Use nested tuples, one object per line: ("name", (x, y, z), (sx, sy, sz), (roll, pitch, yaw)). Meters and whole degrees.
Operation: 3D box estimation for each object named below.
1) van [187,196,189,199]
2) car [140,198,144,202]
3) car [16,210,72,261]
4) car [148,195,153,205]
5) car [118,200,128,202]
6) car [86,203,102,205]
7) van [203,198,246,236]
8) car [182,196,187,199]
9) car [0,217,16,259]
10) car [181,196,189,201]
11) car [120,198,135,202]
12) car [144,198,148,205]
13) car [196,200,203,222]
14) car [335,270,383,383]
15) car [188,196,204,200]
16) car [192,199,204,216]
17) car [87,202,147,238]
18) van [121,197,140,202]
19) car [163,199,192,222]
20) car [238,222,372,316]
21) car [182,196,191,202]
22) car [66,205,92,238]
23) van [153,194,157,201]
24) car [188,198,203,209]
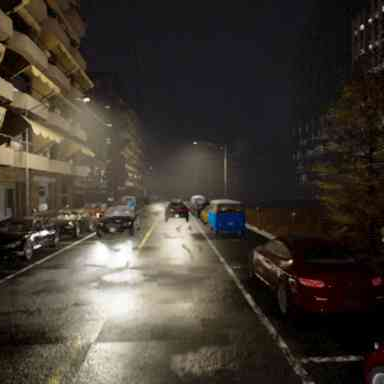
("van", (0.680, 1.374, 40.333), (1.690, 1.788, 3.998), (-1, 0, -3))
("car", (-7.967, 1.691, 45.424), (1.802, 1.307, 4.206), (-1, 0, -3))
("car", (-6.275, 1.607, 12.308), (2.008, 1.369, 4.403), (-1, 0, -3))
("car", (-8.813, 1.709, 61.982), (1.947, 1.339, 4.313), (-1, 0, -3))
("car", (-7.121, 1.645, 28.865), (1.947, 1.339, 4.313), (-1, 0, -3))
("car", (-6.840, 1.511, 23.345), (1.967, 1.590, 4.097), (-1, 0, -3))
("van", (1.809, 1.339, 18.254), (1.690, 1.788, 3.998), (-1, 0, -3))
("car", (-1.966, 1.549, 41.367), (2.128, 1.511, 4.902), (0, 0, -3))
("car", (-5.997, 1.366, 6.788), (2.192, 1.841, 5.009), (-1, 0, -3))
("car", (-1.854, 1.693, 90.005), (1.887, 1.381, 4.507), (-1, 0, -3))
("car", (-7.403, 1.633, 34.385), (1.887, 1.381, 4.507), (-1, 0, -3))
("car", (-8.249, 1.702, 50.943), (1.802, 1.307, 4.206), (-1, 0, -3))
("car", (1.521, 1.531, 23.943), (1.752, 1.417, 4.829), (-1, 0, -3))
("car", (2.658, 1.562, 1.696), (1.802, 1.307, 4.206), (-1, 0, -3))
("car", (0.964, 1.463, 34.812), (1.967, 1.590, 4.097), (-1, 0, -3))
("car", (1.248, 1.580, 29.293), (1.947, 1.339, 4.313), (-1, 0, -3))
("car", (-3.877, 1.534, 18.195), (2.128, 1.511, 4.902), (0, 0, -3))
("van", (-7.689, 1.440, 39.905), (1.690, 1.788, 3.998), (-1, 0, -3))
("car", (-1.216, 1.533, 26.702), (1.837, 1.490, 4.892), (0, -1, -3))
("car", (2.376, 1.567, 7.215), (1.802, 1.307, 4.206), (-1, 0, -3))
("car", (-1.290, 1.663, 78.968), (1.887, 1.381, 4.507), (-1, 0, -3))
("car", (-6.557, 1.614, 17.827), (2.008, 1.369, 4.403), (-1, 0, -3))
("van", (-10.226, 1.555, 89.579), (1.690, 1.788, 3.998), (-1, 0, -3))
("car", (0.392, 1.569, 46.021), (1.752, 1.417, 4.829), (-1, 0, -3))
